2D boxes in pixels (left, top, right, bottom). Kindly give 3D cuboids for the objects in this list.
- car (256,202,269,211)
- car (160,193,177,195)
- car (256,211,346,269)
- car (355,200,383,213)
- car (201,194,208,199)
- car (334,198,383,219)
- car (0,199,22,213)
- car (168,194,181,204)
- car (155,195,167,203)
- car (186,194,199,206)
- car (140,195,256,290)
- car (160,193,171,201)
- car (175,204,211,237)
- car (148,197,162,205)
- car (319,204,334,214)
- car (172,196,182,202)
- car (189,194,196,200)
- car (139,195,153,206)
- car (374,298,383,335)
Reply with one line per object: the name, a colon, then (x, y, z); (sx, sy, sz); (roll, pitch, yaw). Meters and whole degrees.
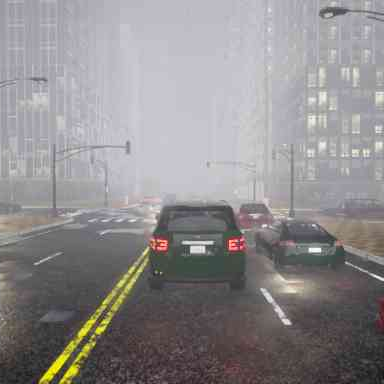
car: (3.381, 1.341, 19.740); (2.097, 1.767, 4.553); (0, 0, 0)
car: (-3.281, 1.183, 51.752); (2.150, 2.045, 5.566); (0, 0, -1)
car: (3.368, 1.558, 11.127); (1.994, 1.385, 4.181); (0, 0, 0)
car: (21.871, 1.641, 38.698); (4.829, 1.417, 1.752); (1, 0, 1)
car: (3.397, 1.216, 91.648); (1.882, 1.535, 5.008); (0, 0, 0)
car: (16.249, 1.517, 30.421); (5.009, 1.841, 2.192); (1, 0, 1)
car: (-19.587, 1.404, 33.657); (4.181, 1.385, 1.994); (1, 1, 1)
car: (-3.216, 1.302, 61.563); (2.097, 1.767, 4.553); (0, 0, 0)
car: (-6.390, 1.418, 69.212); (1.882, 1.535, 5.008); (0, 0, 0)
car: (0.151, 1.310, 54.887); (2.097, 1.767, 4.553); (0, 0, 1)
car: (0.116, 1.217, 9.198); (2.150, 2.045, 5.566); (0, 0, 0)
car: (-6.373, 1.151, 79.782); (2.150, 2.045, 5.566); (0, 0, 0)
car: (0.127, 1.515, 18.880); (1.812, 1.442, 4.674); (0, 0, 2)
car: (-6.478, 1.554, 58.958); (1.895, 1.301, 4.718); (0, 0, 0)
car: (16.780, 1.660, 36.197); (5.357, 1.411, 2.033); (0, 1, 1)
car: (-3.137, 1.532, 71.616); (1.895, 1.301, 4.718); (0, 0, 0)
car: (0.148, 1.428, 92.905); (1.812, 1.442, 4.674); (0, 0, 0)
car: (-6.543, 1.316, 49.968); (2.097, 1.767, 4.553); (0, 0, 1)
car: (3.354, 1.600, 2.302); (1.895, 1.301, 4.718); (0, 0, 0)
